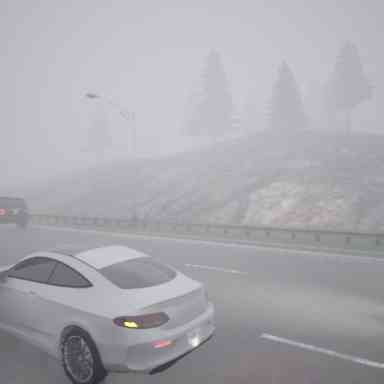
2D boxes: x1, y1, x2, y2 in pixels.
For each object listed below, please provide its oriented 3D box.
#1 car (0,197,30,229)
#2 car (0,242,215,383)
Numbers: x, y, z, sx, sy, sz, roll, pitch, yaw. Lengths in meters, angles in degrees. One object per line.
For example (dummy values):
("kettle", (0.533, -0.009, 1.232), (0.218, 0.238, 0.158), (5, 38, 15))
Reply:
("car", (-12.842, 1.354, 21.703), (5.566, 2.045, 2.150), (-1, 0, 35))
("car", (-1.842, 1.549, 5.305), (4.674, 1.442, 1.812), (0, 0, 35))
